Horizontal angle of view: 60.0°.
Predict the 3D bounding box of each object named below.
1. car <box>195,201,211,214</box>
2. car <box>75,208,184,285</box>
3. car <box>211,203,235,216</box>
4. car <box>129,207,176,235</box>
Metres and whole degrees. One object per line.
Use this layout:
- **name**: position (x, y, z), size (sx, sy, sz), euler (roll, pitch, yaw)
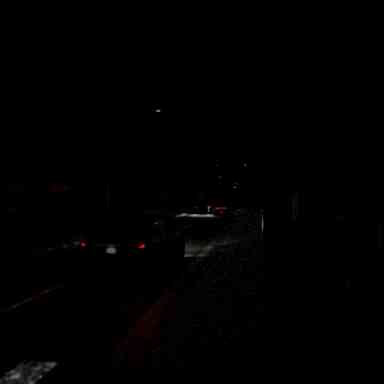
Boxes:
- **car**: position (1.696, 1.984, 44.469), size (2.097, 1.767, 4.553), euler (0, -1, 10)
- **car**: position (-1.609, 1.476, 10.199), size (2.097, 1.767, 4.553), euler (0, -1, 10)
- **car**: position (3.852, 2.082, 40.519), size (1.837, 1.490, 4.892), euler (0, -1, 11)
- **car**: position (-2.439, 1.817, 21.773), size (1.812, 1.442, 4.674), euler (0, -1, 10)
